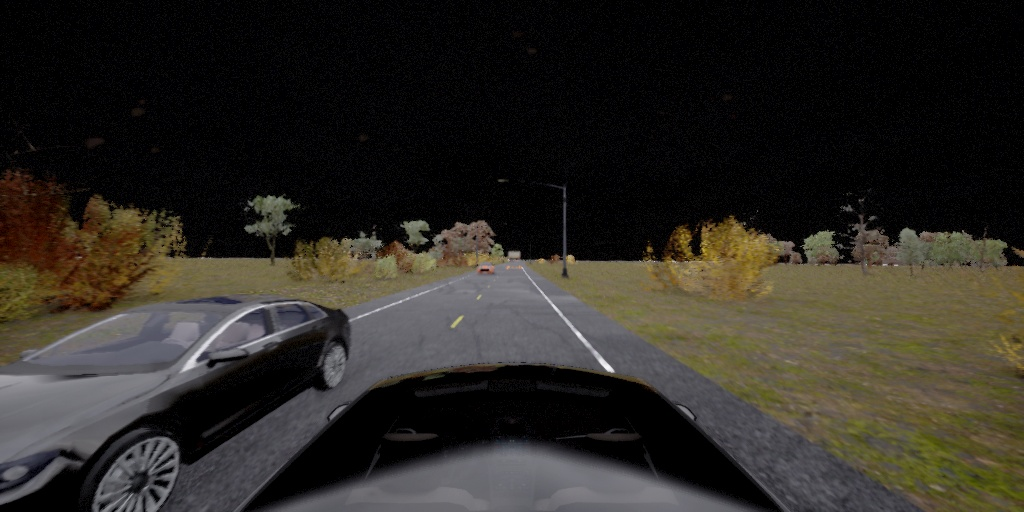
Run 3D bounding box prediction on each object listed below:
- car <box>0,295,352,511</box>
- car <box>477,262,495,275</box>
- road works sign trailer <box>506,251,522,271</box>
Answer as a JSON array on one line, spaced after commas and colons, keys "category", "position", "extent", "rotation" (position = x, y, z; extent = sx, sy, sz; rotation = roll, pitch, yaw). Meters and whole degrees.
[{"category": "car", "position": [-3.597, 1.262, 4.093], "extent": [2.128, 1.511, 4.902], "rotation": [0, -1, 0]}, {"category": "car", "position": [-3.363, 1.526, 46.833], "extent": [2.097, 1.767, 4.553], "rotation": [0, -1, 1]}, {"category": "road works sign trailer", "position": [0.413, 0.813, 65.099], "extent": [2.380, 3.560, 2.880], "rotation": [0, 0, 0]}]
